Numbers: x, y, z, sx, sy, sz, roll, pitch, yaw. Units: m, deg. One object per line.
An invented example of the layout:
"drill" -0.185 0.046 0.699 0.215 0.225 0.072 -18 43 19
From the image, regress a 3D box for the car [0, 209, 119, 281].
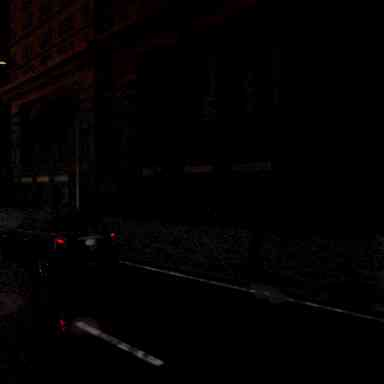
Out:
"car" -4.297 1.369 10.260 4.553 1.767 2.097 0 0 42
